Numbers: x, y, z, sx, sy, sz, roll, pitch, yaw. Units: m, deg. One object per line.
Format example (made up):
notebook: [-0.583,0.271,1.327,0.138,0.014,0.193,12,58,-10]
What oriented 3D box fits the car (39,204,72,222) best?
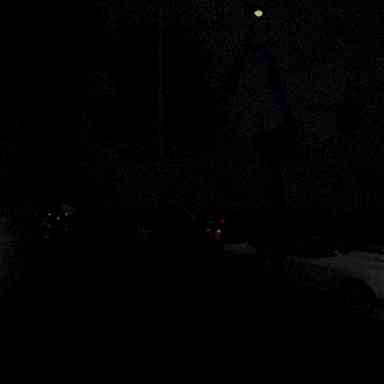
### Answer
car: [-13.311,2.141,31.887,1.895,1.301,4.718,0,-1,-34]

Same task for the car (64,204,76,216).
car: [-15.440,2.220,40.247,1.812,1.442,4.674,0,-1,-34]

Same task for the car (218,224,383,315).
car: [2.899,1.637,7.919,1.895,1.301,4.718,0,-1,-34]

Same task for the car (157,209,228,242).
car: [-0.105,1.667,17.617,2.128,1.511,4.902,0,-1,-34]
